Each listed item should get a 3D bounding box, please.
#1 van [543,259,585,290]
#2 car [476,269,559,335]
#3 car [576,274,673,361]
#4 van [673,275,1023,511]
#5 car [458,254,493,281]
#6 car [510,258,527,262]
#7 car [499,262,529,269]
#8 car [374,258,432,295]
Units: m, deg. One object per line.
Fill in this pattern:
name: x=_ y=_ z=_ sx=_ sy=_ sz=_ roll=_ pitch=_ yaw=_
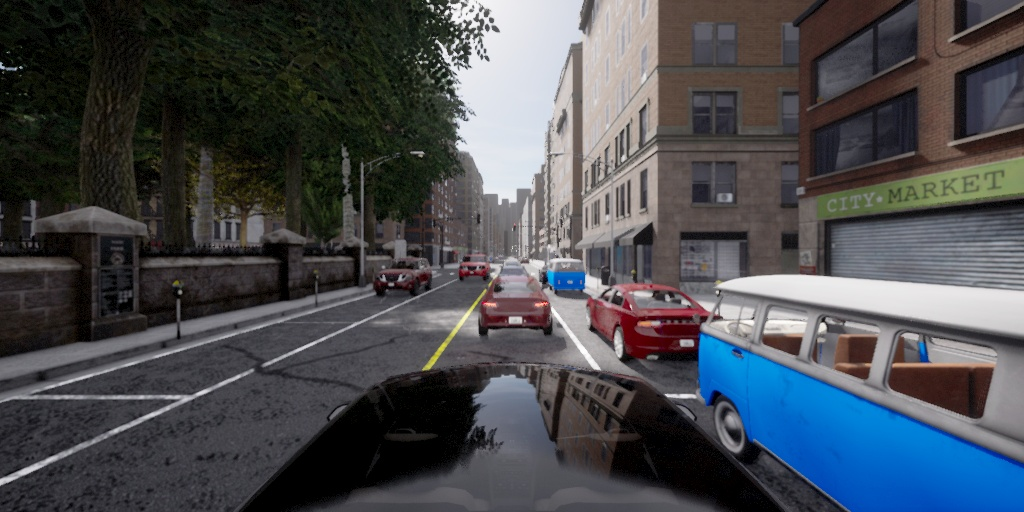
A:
van: x=2.849 y=1.047 z=19.399 sx=1.690 sy=1.789 sz=3.998 roll=0 pitch=0 yaw=0
car: x=0.091 y=1.256 z=10.276 sx=1.812 sy=1.442 sz=4.674 roll=0 pitch=0 yaw=0
car: x=2.854 y=1.281 z=8.078 sx=1.888 sy=1.381 sz=4.507 roll=0 pitch=0 yaw=0
van: x=2.856 y=1.089 z=2.417 sx=1.690 sy=1.789 sz=3.998 roll=0 pitch=0 yaw=0
car: x=-3.012 y=0.884 z=29.653 sx=2.150 sy=2.045 sz=5.566 roll=0 pitch=0 yaw=0
car: x=-0.008 y=1.182 z=29.599 sx=1.837 sy=1.490 sz=4.892 roll=0 pitch=0 yaw=0
car: x=0.089 y=1.253 z=19.855 sx=2.033 sy=1.411 sz=5.357 roll=0 pitch=0 yaw=1
car: x=-5.675 y=1.021 z=19.355 sx=2.192 sy=1.841 sz=5.009 roll=0 pitch=0 yaw=0
